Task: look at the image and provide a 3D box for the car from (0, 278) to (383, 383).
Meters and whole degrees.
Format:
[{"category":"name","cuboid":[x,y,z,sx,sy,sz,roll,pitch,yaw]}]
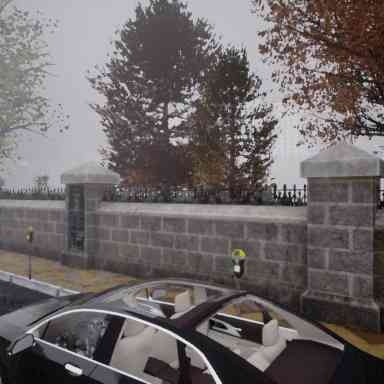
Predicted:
[{"category":"car","cuboid":[-0.428,1.551,3.183,4.403,1.369,2.008,0,0,36]}]
